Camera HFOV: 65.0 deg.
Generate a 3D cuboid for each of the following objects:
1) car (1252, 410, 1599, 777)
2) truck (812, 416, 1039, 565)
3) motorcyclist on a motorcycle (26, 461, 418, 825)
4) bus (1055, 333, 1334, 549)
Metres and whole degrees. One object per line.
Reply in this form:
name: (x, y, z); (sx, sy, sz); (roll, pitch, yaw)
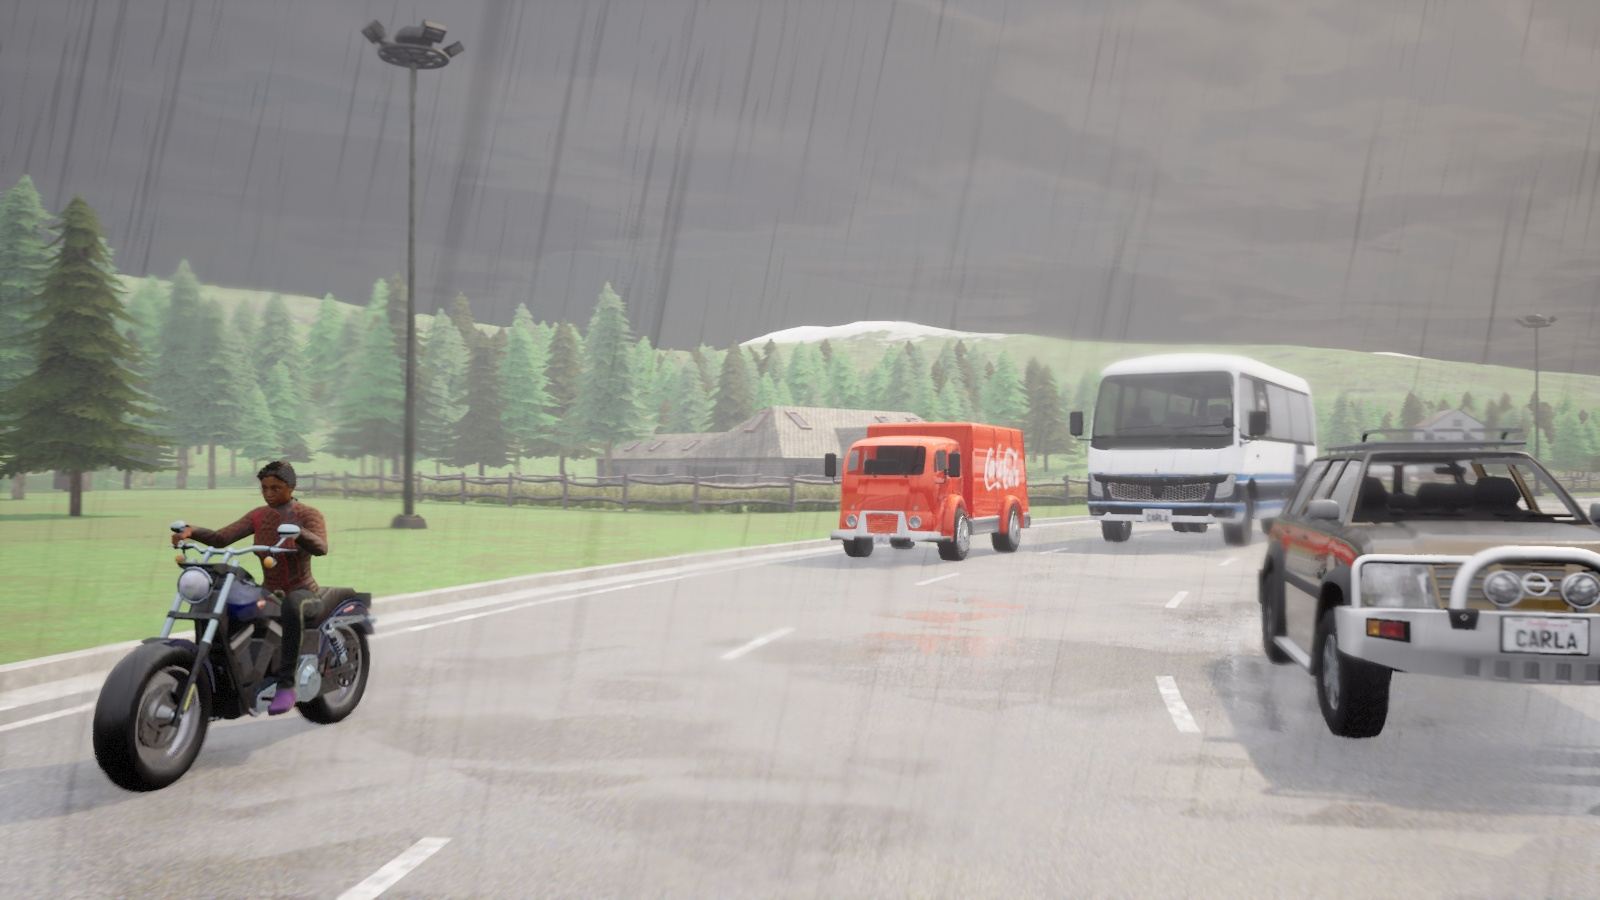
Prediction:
car: (4.409, 0.763, 8.645); (1.932, 1.855, 4.605); (-1, -1, 14)
truck: (2.517, 0.717, 23.655); (2.627, 2.467, 5.204); (-1, -1, 26)
motorcyclist on a motorcycle: (-3.017, 0.890, 6.928); (0.766, 1.649, 2.350); (0, -1, 9)
bus: (9.802, -0.086, 30.054); (3.944, 4.253, 10.273); (-1, -1, 32)
